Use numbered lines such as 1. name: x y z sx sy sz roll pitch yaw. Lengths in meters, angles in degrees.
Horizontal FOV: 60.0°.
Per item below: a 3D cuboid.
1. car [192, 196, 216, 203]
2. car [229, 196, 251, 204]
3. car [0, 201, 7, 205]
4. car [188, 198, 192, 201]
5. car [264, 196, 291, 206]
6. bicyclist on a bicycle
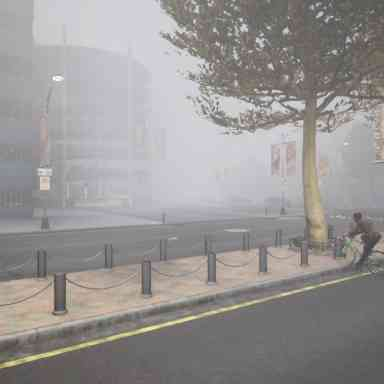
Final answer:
1. car: 3.122 1.525 72.185 2.128 1.511 4.902 0 0 -44
2. car: 9.237 1.478 64.070 1.882 1.535 5.008 0 0 -33
3. car: -20.489 1.320 32.171 4.674 1.452 2.002 0 0 -34
4. car: 1.283 1.595 78.476 4.718 1.301 1.895 0 0 35
5. car: 14.448 1.478 56.264 1.882 1.535 5.008 0 0 -34
6. bicyclist on a bicycle: 4.686 1.407 9.200 0.582 1.620 1.656 0 4 -34
